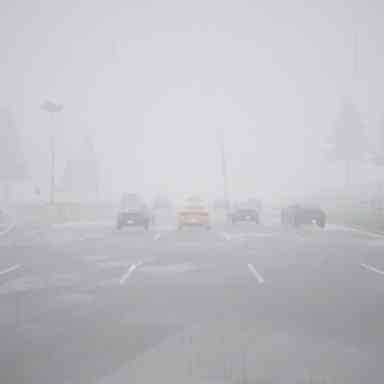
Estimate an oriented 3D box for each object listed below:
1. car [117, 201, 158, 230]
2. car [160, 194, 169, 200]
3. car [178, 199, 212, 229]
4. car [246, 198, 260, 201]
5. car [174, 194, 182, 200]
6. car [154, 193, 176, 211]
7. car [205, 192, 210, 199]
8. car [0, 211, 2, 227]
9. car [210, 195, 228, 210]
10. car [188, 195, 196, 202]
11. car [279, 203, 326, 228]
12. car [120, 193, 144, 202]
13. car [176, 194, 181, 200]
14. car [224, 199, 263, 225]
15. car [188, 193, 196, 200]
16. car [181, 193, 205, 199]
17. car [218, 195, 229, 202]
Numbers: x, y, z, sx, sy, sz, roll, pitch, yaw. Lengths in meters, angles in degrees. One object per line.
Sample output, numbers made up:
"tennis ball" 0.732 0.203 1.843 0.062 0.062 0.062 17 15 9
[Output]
"car" -3.411 1.486 20.621 1.812 1.442 4.674 0 0 0
"car" -6.982 1.222 85.172 1.994 1.385 4.181 0 0 0
"car" 0.104 1.437 21.065 1.882 1.535 5.008 0 0 0
"car" 7.110 1.429 39.557 1.837 1.490 4.892 0 0 0
"car" -3.482 1.194 85.171 1.812 1.442 4.674 0 0 0
"car" -3.391 1.277 39.215 2.097 1.767 4.553 0 0 0
"car" 3.516 1.326 75.999 1.882 1.535 5.008 0 0 0
"car" -12.149 1.469 18.915 1.837 1.490 4.892 0 0 -22
"car" 3.609 1.399 41.102 1.882 1.535 5.008 0 0 0
"car" 0.016 1.373 75.167 1.812 1.442 4.674 0 0 0
"car" 7.105 1.463 21.763 1.837 1.490 4.892 0 0 0
"car" -6.891 1.147 38.862 2.150 2.045 5.566 0 0 0
"car" -3.484 1.373 75.168 1.812 1.442 4.674 0 0 0
"car" 3.590 1.480 23.787 1.812 1.442 4.674 0 0 0
"car" 0.018 1.025 85.140 2.097 1.767 4.553 0 0 0
"car" 0.108 1.277 39.230 2.097 1.767 4.553 0 0 0
"car" 7.016 1.388 74.749 2.033 1.411 5.357 0 0 0
